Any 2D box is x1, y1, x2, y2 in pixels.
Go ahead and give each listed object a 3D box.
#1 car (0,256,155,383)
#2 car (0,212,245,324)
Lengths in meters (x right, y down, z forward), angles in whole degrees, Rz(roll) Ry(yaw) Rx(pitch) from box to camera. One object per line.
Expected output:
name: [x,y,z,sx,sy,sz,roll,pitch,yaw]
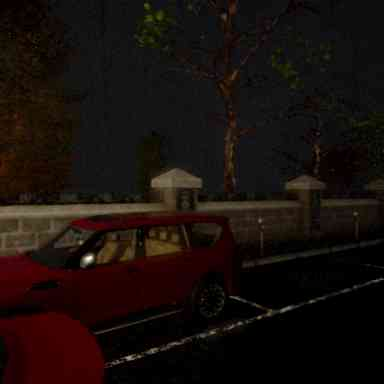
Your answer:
car: [-2.826,1.476,1.346,5.008,1.535,1.882,0,0,-35]
car: [-1.311,1.317,5.622,5.009,1.841,2.192,0,0,-36]
